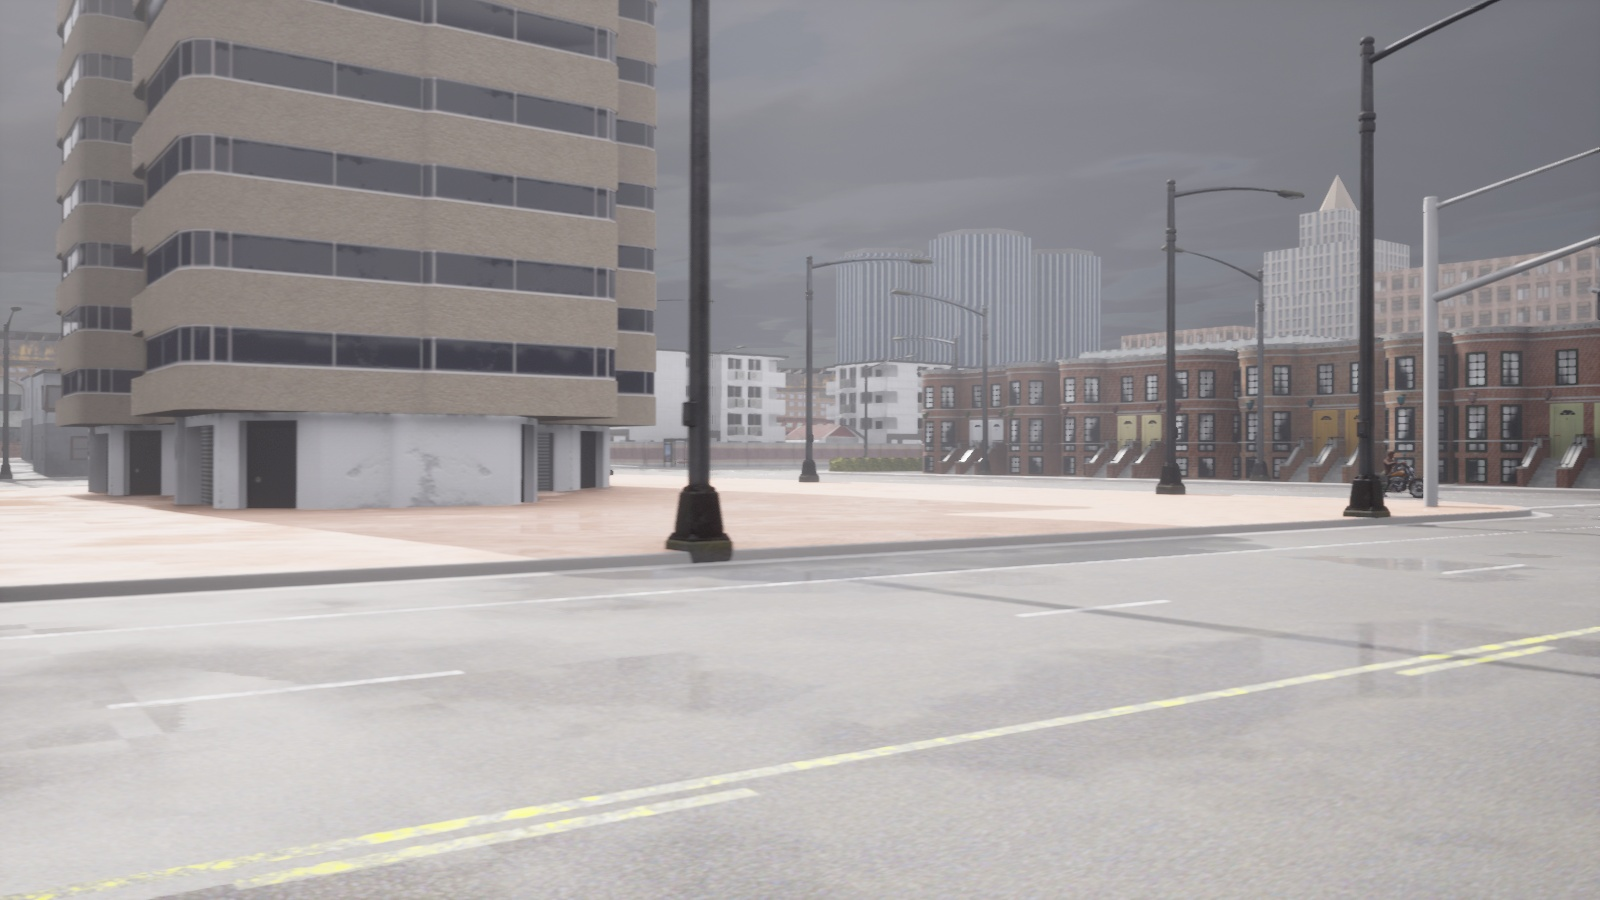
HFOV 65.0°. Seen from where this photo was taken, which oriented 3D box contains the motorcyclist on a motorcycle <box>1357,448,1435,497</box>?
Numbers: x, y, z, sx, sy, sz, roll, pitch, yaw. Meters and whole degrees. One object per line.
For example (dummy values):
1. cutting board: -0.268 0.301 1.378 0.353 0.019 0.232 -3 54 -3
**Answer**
1. motorcyclist on a motorcycle: 20.423 0.758 43.063 0.766 1.649 2.350 0 0 -35
